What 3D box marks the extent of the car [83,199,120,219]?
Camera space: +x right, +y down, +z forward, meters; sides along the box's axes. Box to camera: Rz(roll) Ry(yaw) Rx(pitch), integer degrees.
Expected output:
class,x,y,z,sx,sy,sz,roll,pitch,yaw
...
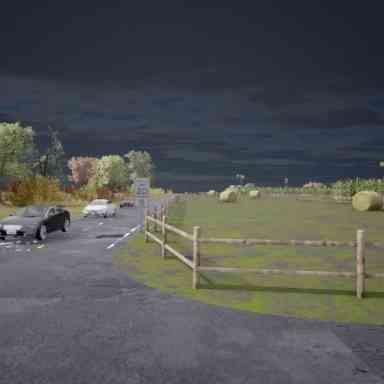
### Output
class,x,y,z,sx,sy,sz,roll,pitch,yaw
car,-7.648,1.363,27.831,1.812,1.442,4.674,1,0,-1

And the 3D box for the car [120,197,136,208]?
class,x,y,z,sx,sy,sz,roll,pitch,yaw
car,-7.757,1.319,41.586,1.994,1.385,4.181,1,0,0

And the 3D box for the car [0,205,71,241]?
class,x,y,z,sx,sy,sz,roll,pitch,yaw
car,-7.551,1.400,16.361,2.128,1.511,4.902,1,0,-1
